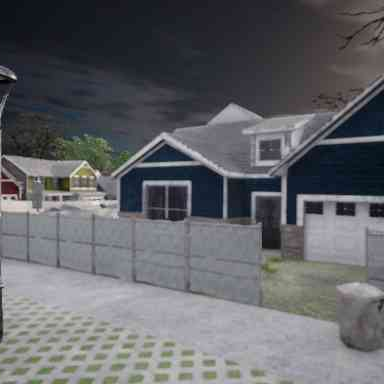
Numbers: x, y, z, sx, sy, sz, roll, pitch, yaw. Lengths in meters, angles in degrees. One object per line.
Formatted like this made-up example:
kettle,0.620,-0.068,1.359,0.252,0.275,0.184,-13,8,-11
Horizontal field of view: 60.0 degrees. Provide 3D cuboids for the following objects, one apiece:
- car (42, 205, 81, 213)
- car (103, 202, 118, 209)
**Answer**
car,-12.632,1.934,32.480,1.994,1.385,4.181,1,0,18
car,-9.434,1.978,42.287,2.128,1.511,4.902,1,0,17
